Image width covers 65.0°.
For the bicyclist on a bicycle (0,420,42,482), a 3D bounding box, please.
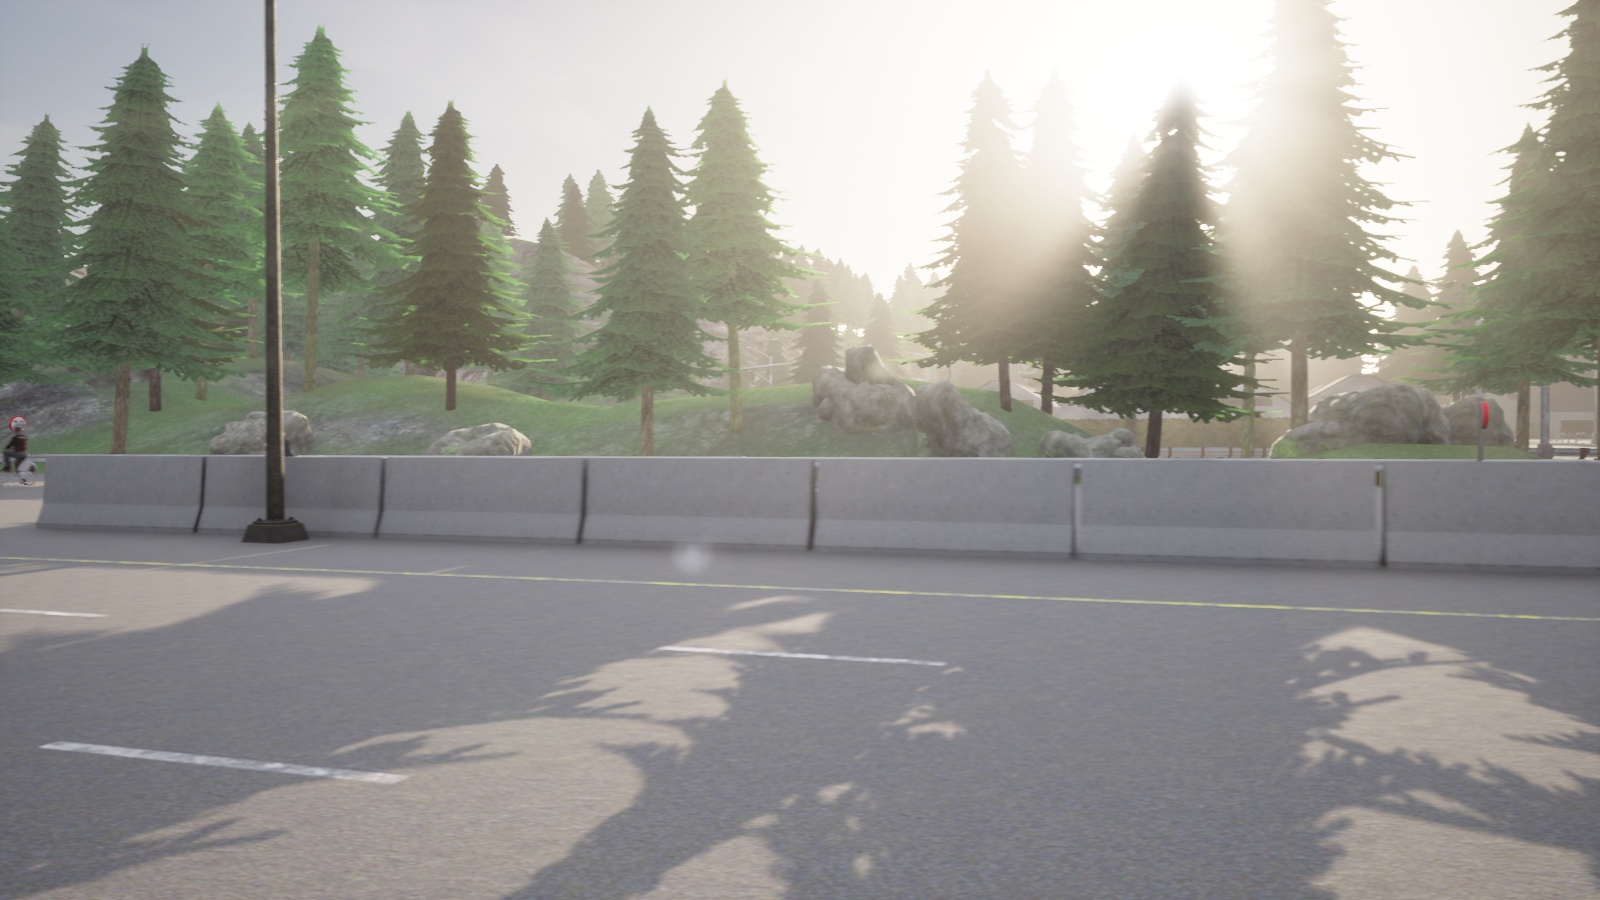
[{"bbox_3d":[-23.253,0.015,36.866,1.843,1.776,0.659,1,1,19],"label":"bicyclist on a bicycle"}]
